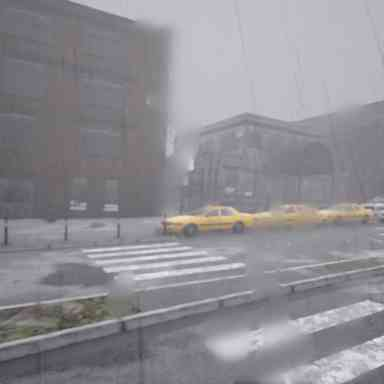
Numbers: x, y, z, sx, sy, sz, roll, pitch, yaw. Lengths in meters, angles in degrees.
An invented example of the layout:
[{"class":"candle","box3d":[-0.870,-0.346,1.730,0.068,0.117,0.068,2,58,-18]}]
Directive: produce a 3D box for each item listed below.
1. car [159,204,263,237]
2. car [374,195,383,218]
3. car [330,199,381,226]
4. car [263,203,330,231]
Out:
[{"class":"car","box3d":[0.915,1.438,17.749,5.366,1.575,1.946,0,0,-30]},{"class":"car","box3d":[15.550,1.224,26.114,5.566,2.045,2.435,0,0,-30]},{"class":"car","box3d":[10.507,1.460,23.230,5.366,1.575,1.946,0,0,-30]},{"class":"car","box3d":[5.713,1.447,20.484,5.366,1.575,1.946,0,0,-30]}]
